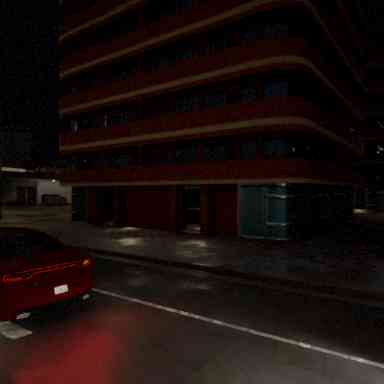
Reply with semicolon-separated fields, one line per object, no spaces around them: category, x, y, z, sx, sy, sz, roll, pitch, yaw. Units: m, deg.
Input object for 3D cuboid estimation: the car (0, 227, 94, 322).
car;-4.207;1.478;6.996;5.008;1.535;1.882;0;0;35
